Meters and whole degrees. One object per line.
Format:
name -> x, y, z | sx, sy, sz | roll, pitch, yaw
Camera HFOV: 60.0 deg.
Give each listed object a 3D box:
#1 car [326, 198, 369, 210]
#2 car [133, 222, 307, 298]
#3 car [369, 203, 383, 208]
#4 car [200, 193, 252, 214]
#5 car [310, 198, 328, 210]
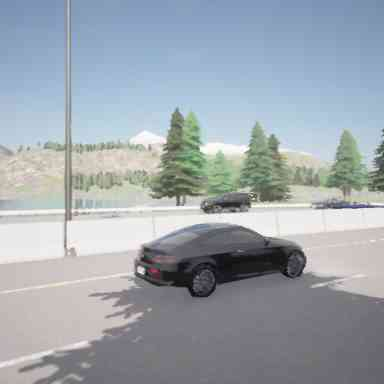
car -> 15.808, 1.516, 32.440 | 4.718, 1.301, 1.895 | 0, 0, -23
car -> 0.840, 1.501, 8.375 | 4.674, 1.442, 1.812 | 0, 0, -33
car -> 18.376, 1.489, 29.709 | 4.181, 1.385, 1.994 | 0, 0, -23
car -> 3.566, 1.122, 34.389 | 5.566, 2.045, 2.150 | 0, 0, -27
car -> 15.004, 1.396, 35.865 | 4.902, 1.511, 2.128 | 0, 0, -23
